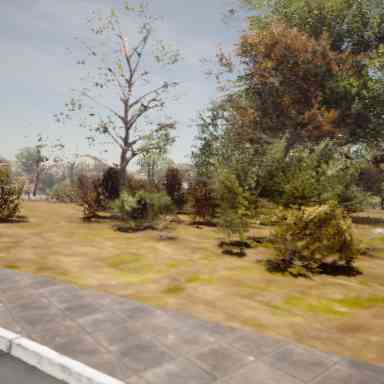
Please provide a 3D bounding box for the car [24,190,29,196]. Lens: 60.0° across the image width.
[{"bbox_3d":[-32.160,-0.027,60.560,2.033,1.411,5.357,3,-1,12],"label":"car"}]
